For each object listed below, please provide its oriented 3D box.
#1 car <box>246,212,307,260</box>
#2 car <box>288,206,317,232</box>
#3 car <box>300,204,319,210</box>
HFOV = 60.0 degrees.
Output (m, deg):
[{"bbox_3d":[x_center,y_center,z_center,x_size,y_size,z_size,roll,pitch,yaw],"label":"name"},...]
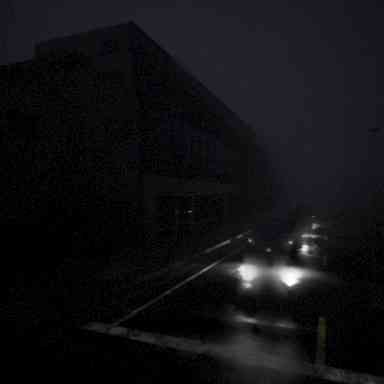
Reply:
[{"bbox_3d":[3.559,1.778,13.802,1.812,1.442,4.674,-1,-1,22],"label":"car"},{"bbox_3d":[7.300,1.918,22.989,1.994,1.385,4.181,-1,-1,22],"label":"car"},{"bbox_3d":[11.223,1.964,32.542,1.837,1.490,4.892,-1,-1,22],"label":"car"}]
